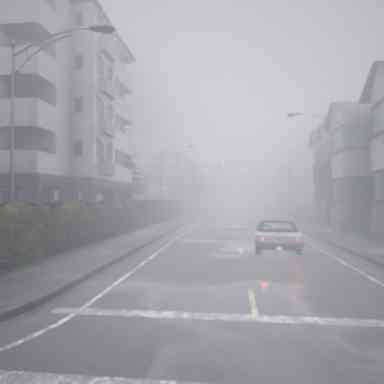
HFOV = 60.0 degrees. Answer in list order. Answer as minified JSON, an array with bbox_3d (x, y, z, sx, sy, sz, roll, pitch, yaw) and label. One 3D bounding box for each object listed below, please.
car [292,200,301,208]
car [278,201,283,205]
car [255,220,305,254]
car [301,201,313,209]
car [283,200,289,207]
[{"bbox_3d":[24.874,2.709,73.081,5.027,1.636,2.152,0,-1,6],"label":"car"},{"bbox_3d":[26.244,2.981,88.724,4.605,1.855,1.932,0,-1,6],"label":"car"},{"bbox_3d":[3.803,1.922,15.048,1.895,1.301,4.718,0,-1,11],"label":"car"},{"bbox_3d":[24.467,2.654,66.668,3.806,1.475,1.970,0,-1,6],"label":"car"},{"bbox_3d":[26.324,2.899,85.791,3.866,1.878,1.905,0,-1,6],"label":"car"}]
